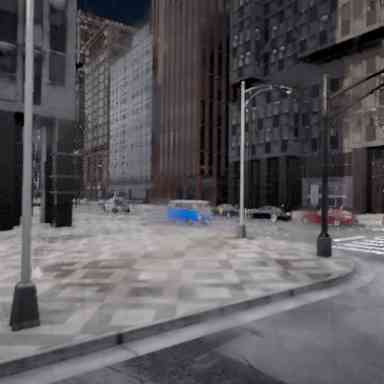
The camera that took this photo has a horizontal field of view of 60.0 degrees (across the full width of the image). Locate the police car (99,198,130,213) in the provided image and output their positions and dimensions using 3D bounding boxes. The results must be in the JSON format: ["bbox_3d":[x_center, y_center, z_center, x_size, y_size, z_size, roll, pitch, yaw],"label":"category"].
[{"bbox_3d":[-9.385,1.843,41.664,2.038,1.542,4.974,1,-1,-35],"label":"police car"}]

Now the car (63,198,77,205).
[{"bbox_3d":[-29.288,2.252,79.713,2.008,1.369,4.403,1,-1,-35],"label":"car"}]

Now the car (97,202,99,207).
[{"bbox_3d":[-16.185,2.107,61.306,2.008,1.369,4.403,1,-1,-35],"label":"car"}]

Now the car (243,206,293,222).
[{"bbox_3d":[6.745,1.855,29.094,1.947,1.339,4.313,1,-1,-35],"label":"car"}]

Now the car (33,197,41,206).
[{"bbox_3d":[-29.677,2.087,65.561,1.802,1.307,4.206,1,-1,-35],"label":"car"}]

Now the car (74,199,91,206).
[{"bbox_3d":[-22.835,2.156,70.648,1.752,1.417,4.829,1,-1,-35],"label":"car"}]

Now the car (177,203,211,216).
[{"bbox_3d":[0.193,1.949,38.297,1.802,1.307,4.206,1,-1,-35],"label":"car"}]

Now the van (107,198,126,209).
[{"bbox_3d":[-12.909,1.860,56.706,1.690,1.788,3.998,1,-1,-35],"label":"van"}]

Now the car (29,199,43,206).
[{"bbox_3d":[-32.953,2.092,70.163,2.008,1.369,4.403,1,-1,-35],"label":"car"}]

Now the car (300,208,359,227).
[{"bbox_3d":[10.021,1.831,24.492,1.802,1.307,4.206,1,-1,-35],"label":"car"}]

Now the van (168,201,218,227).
[{"bbox_3d":[-0.194,1.507,24.146,1.690,1.788,3.998,1,-1,-35],"label":"van"}]

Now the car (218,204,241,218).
[{"bbox_3d":[3.469,1.879,33.696,2.008,1.369,4.403,1,-1,-35],"label":"car"}]
